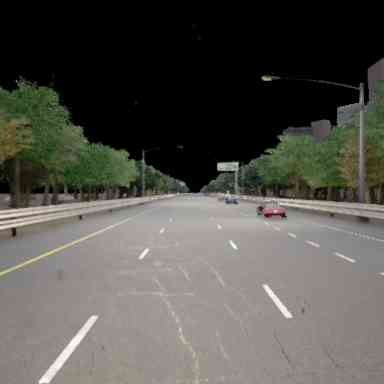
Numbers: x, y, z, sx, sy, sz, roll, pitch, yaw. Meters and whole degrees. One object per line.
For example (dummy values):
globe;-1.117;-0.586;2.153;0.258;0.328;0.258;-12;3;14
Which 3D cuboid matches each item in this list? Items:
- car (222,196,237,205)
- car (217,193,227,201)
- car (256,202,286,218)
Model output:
car;7.185;1.574;61.705;1.812;1.442;4.674;0;0;0
car;7.345;1.653;82.853;1.895;1.301;4.718;0;0;1
car;7.038;1.585;29.965;1.994;1.385;4.181;0;0;0
